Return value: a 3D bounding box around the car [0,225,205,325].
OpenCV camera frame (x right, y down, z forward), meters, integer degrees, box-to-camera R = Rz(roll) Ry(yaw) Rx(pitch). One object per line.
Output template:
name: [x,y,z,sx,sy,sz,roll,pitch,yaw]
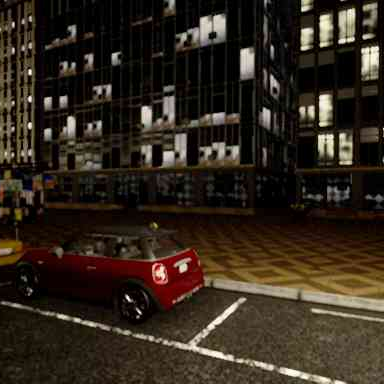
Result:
car: [-1.886,1.432,7.072,4.097,1.590,1.967,0,0,27]
